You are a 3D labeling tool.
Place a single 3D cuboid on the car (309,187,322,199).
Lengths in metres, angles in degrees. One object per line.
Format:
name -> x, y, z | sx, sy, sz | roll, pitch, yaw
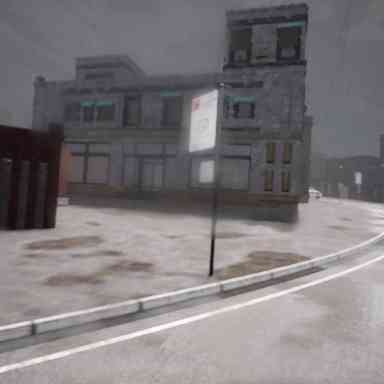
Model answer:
car -> 20.129, 0.070, 57.659 | 2.150, 2.045, 5.566 | 4, 2, -15
